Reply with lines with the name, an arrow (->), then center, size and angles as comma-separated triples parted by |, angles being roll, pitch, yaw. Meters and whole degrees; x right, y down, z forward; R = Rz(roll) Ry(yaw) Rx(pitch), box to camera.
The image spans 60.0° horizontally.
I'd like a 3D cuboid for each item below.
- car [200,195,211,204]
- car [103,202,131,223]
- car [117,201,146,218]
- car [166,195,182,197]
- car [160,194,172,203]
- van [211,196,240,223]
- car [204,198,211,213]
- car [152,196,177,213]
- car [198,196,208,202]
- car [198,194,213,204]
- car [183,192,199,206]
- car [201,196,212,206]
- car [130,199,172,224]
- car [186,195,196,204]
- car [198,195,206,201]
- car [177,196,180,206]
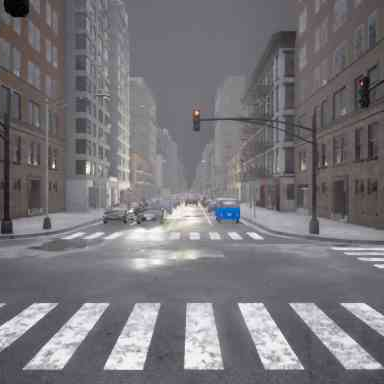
car -> 2.537, 1.421, 64.706 | 1.967, 1.590, 4.097 | 0, 0, 0
car -> -5.427, 1.549, 24.915 | 2.008, 1.369, 4.403 | 0, 0, 0
car -> -5.436, 1.543, 30.597 | 1.887, 1.381, 4.507 | 0, 0, 0
car -> -2.889, 1.554, 53.158 | 1.994, 1.385, 4.181 | 0, 0, 1
car -> -5.497, 1.292, 70.370 | 2.192, 1.841, 5.009 | 0, 0, 0
van -> 2.598, 1.340, 24.937 | 1.690, 1.788, 3.998 | 0, 0, 0
car -> 2.580, 1.580, 36.299 | 1.802, 1.307, 4.206 | 0, 0, 0
car -> -2.903, 1.476, 33.910 | 1.882, 1.535, 5.008 | 0, 0, 0
car -> 2.519, 1.524, 76.068 | 2.008, 1.369, 4.403 | 0, 0, 0
car -> 2.554, 1.305, 53.343 | 2.192, 1.841, 5.009 | 0, 0, 0
car -> -0.086, 1.340, 55.032 | 2.097, 1.767, 4.553 | 0, 0, 0
car -> 2.563, 1.576, 47.662 | 1.802, 1.307, 4.206 | 0, 0, 0
car -> -2.876, 1.490, 24.467 | 2.128, 1.511, 4.902 | 0, 0, -1
car -> -0.101, 1.459, 65.064 | 1.882, 1.535, 5.008 | 0, 0, 0
car -> 2.502, 1.530, 87.431 | 1.947, 1.339, 4.313 | 0, 0, 0
car -> -2.914, 1.560, 43.136 | 1.994, 1.385, 4.181 | 0, 0, 0
